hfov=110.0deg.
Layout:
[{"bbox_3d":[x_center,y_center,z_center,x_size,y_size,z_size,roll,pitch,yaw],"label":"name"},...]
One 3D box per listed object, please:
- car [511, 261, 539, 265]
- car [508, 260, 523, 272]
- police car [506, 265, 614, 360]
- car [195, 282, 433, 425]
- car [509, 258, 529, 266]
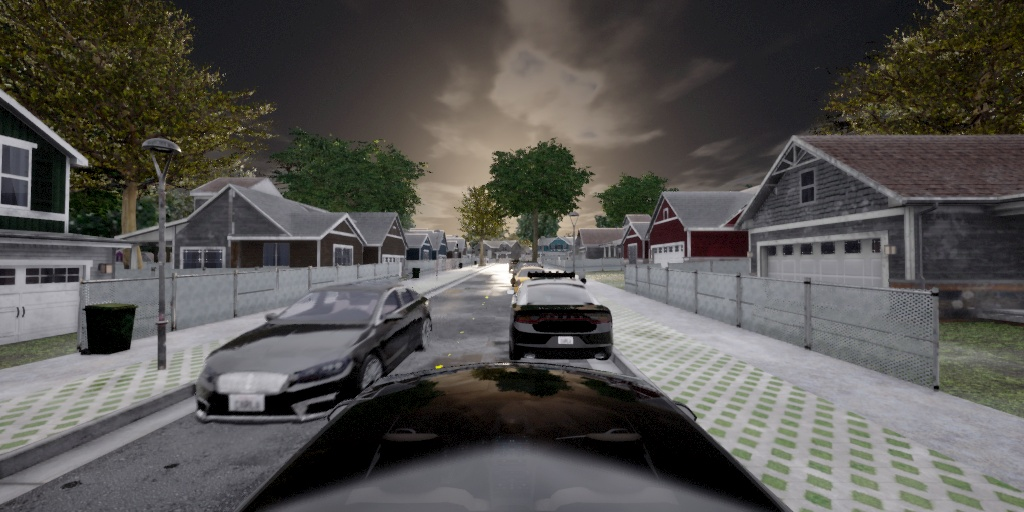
[{"bbox_3d":[1.006,1.204,18.539,1.801,1.575,5.366,0,0,1],"label":"car"},{"bbox_3d":[0.514,1.242,47.427,1.837,1.490,4.892,0,0,1],"label":"car"},{"bbox_3d":[0.905,1.176,8.457,1.930,1.638,5.238,0,0,1],"label":"police car"},{"bbox_3d":[-2.696,1.242,6.128,2.128,1.511,4.902,0,0,1],"label":"car"},{"bbox_3d":[1.064,1.097,24.319,2.097,1.767,4.553,0,0,1],"label":"car"}]
